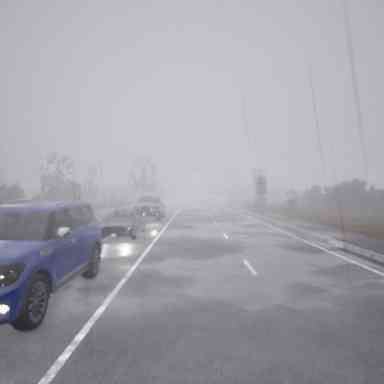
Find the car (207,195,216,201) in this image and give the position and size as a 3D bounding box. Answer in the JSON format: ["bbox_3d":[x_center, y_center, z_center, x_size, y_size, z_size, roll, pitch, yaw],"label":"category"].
[{"bbox_3d":[4.921,1.735,87.028,1.812,1.442,4.674,0,0,4],"label":"car"}]

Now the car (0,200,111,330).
[{"bbox_3d":[-3.594,1.240,7.273,2.150,2.045,5.566,0,0,0],"label":"car"}]

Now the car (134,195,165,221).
[{"bbox_3d":[-3.573,1.293,28.448,2.150,2.045,5.566,0,0,1],"label":"car"}]

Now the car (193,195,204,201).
[{"bbox_3d":[1.425,1.565,87.201,2.097,1.767,4.553,0,0,4],"label":"car"}]

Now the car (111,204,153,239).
[{"bbox_3d":[-3.587,1.593,17.885,2.033,1.411,5.357,0,0,0],"label":"car"}]
